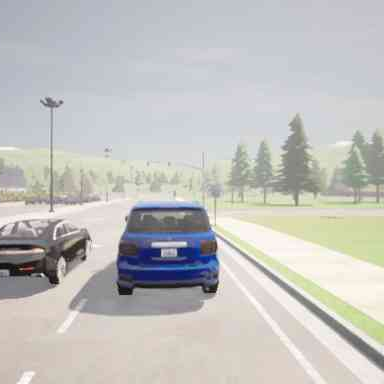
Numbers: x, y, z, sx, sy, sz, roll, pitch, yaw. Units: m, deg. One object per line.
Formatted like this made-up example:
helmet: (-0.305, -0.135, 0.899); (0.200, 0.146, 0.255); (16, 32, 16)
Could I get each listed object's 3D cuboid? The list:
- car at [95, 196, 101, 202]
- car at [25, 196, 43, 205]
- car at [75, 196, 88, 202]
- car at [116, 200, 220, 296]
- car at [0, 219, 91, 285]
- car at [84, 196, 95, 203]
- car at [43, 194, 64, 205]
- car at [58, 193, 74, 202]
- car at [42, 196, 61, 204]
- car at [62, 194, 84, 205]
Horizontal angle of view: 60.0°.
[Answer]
car: (-22.803, 1.596, 78.776); (1.994, 1.385, 4.181); (0, 0, -5)
car: (-28.281, 1.540, 59.754); (1.837, 1.490, 4.892); (0, 0, -4)
car: (-26.395, 1.598, 79.735); (1.994, 1.385, 4.181); (0, 0, -5)
car: (-0.645, 1.226, 8.867); (2.150, 2.045, 5.566); (0, 0, -5)
car: (-4.204, 1.498, 9.447); (2.128, 1.511, 4.902); (0, 0, -5)
car: (-21.968, 1.517, 68.721); (1.882, 1.535, 5.008); (0, 0, -5)
car: (-24.841, 1.540, 60.556); (1.837, 1.490, 4.892); (0, 0, -4)
car: (-29.868, 1.271, 79.256); (2.150, 2.045, 5.566); (0, 0, -5)
car: (-29.003, 1.565, 68.858); (2.128, 1.511, 4.902); (0, 0, -5)
car: (-21.269, 1.560, 59.664); (1.812, 1.442, 4.674); (0, 0, -4)
